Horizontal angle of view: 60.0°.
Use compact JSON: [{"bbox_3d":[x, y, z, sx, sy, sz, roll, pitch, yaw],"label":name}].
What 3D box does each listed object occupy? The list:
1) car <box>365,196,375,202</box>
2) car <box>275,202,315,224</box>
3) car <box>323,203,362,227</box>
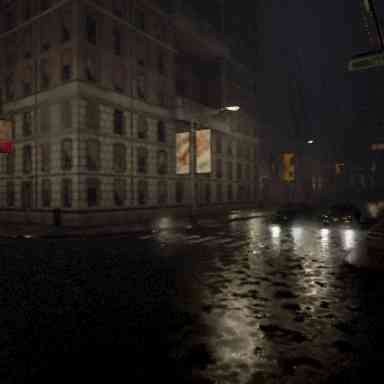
[{"bbox_3d":[45.094,1.723,84.104,1.895,1.301,4.718,-1,0,35],"label":"car"},{"bbox_3d":[8.077,1.566,25.795,1.882,1.535,5.008,-1,0,35],"label":"car"},{"bbox_3d":[10.575,1.556,23.252,1.837,1.490,4.892,-1,0,36],"label":"car"}]
